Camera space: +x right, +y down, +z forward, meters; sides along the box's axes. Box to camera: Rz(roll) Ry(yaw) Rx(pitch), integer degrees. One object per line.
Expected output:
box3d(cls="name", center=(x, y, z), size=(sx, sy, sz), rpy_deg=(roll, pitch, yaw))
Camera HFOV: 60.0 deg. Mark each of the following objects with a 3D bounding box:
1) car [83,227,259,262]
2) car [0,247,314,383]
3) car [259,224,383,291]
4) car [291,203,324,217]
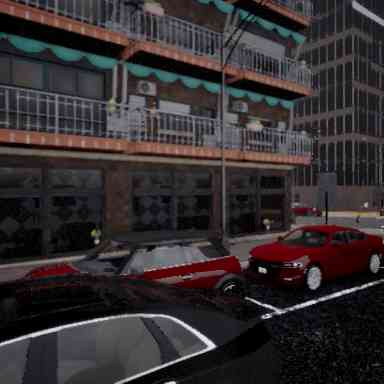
box3d(cls="car", center=(-1.027, 1.453, 5.837), size=(4.097, 1.590, 1.967), rpy_deg=(0, -1, -35))
box3d(cls="car", center=(-1.456, 1.505, 2.330), size=(4.892, 1.490, 1.837), rpy_deg=(0, 0, -35))
box3d(cls="car", center=(3.471, 1.586, 9.041), size=(4.507, 1.381, 1.887), rpy_deg=(0, -1, -35))
box3d(cls="car", center=(12.735, 1.918, 37.929), size=(1.967, 1.590, 4.097), rpy_deg=(-1, 0, -36))
